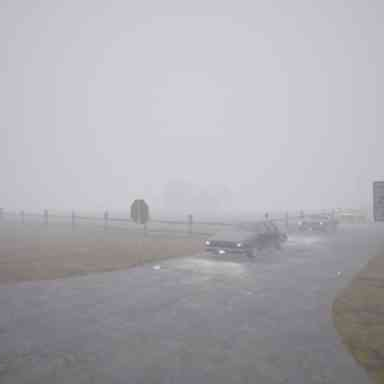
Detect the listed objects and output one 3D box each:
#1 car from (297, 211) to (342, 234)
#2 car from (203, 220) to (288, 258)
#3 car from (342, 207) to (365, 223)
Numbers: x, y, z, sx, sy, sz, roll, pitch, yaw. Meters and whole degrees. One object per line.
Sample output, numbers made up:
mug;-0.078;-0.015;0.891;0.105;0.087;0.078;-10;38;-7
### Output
car;9.288;2.255;24.375;1.895;1.301;4.718;-2;-2;35
car;2.640;1.962;14.950;2.033;1.411;5.357;-2;-2;35
car;17.028;2.423;35.319;1.882;1.535;5.008;-2;-2;35
